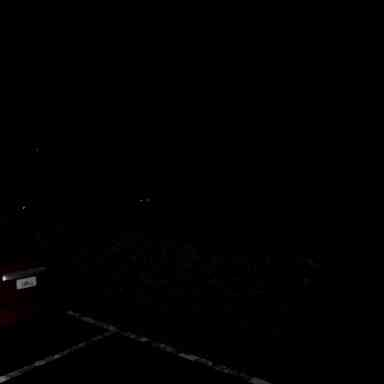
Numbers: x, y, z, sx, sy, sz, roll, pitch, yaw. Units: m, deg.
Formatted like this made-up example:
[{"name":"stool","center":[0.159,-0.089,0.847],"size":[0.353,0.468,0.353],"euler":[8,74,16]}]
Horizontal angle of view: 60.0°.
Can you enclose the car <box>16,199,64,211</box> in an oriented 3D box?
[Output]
[{"name":"car","center":[-15.440,1.536,33.601],"size":[2.097,1.767,4.553],"euler":[-1,-1,37]}]

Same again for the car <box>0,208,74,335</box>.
[{"name":"car","center":[-4.171,1.315,5.927],"size":[5.009,1.841,2.192],"euler":[0,-1,36]}]
